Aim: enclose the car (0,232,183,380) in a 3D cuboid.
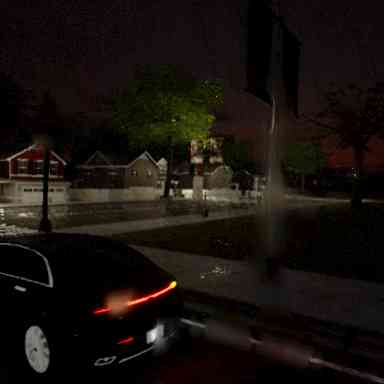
[{"bbox_3d":[-2.411,1.419,5.411,4.892,1.490,1.837,1,1,36],"label":"car"}]
